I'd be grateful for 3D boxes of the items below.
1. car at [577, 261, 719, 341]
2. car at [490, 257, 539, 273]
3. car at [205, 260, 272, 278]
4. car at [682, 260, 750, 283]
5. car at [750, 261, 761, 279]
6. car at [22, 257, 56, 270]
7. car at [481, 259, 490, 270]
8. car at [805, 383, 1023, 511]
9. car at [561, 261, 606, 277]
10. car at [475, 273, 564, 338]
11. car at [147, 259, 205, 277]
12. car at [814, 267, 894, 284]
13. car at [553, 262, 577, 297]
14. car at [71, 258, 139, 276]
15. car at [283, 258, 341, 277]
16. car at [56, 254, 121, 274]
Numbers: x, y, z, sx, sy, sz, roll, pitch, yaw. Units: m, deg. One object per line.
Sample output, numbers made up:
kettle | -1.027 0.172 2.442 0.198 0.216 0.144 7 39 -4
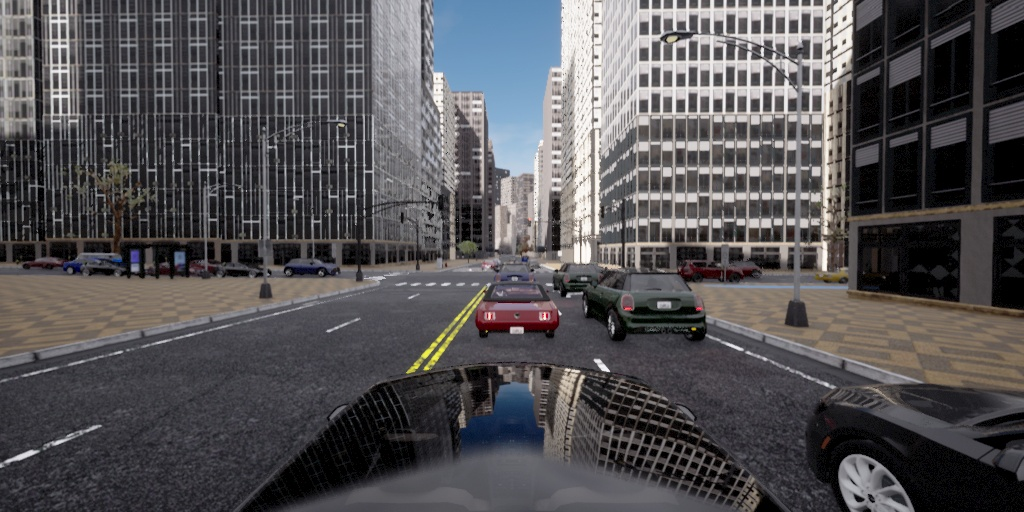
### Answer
car | 3.356 1.097 10.008 2.097 1.767 4.553 0 0 0
car | 0.130 1.091 19.097 2.097 1.767 4.553 0 0 0
car | -22.681 1.172 30.199 4.313 1.339 1.948 0 0 1
car | 16.243 1.267 29.599 5.009 1.841 2.192 0 0 1
car | 21.730 1.259 35.269 4.553 1.767 2.097 1 1 1
car | -50.902 0.791 39.335 4.207 1.307 1.802 0 0 1
car | -3.241 1.237 50.572 1.812 1.442 4.674 0 0 0
car | 3.341 1.255 0.953 1.837 1.490 4.892 0 0 0
car | 7.328 1.323 36.839 4.181 1.385 1.994 1 1 24
car | 0.112 1.346 10.104 1.895 1.301 4.718 0 0 0
car | -28.365 1.136 30.343 4.207 1.307 1.802 0 0 1
car | 27.691 1.577 29.381 4.829 1.417 1.751 0 0 1
car | 3.379 1.091 18.945 2.097 1.767 4.553 0 0 0
car | -34.045 1.067 30.527 4.313 1.339 1.948 0 0 1
car | -18.178 0.955 32.770 4.553 1.767 2.097 1 1 2
car | -38.433 0.896 33.260 5.008 1.535 1.882 1 1 2
